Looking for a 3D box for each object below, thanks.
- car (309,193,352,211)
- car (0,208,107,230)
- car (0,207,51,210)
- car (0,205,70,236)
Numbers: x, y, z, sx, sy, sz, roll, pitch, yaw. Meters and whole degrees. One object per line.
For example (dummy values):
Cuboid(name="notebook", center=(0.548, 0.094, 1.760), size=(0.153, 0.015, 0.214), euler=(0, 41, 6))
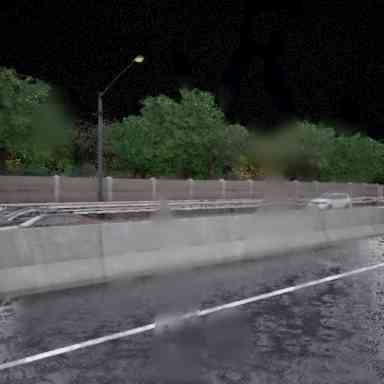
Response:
Cuboid(name="car", center=(15.146, 1.148, 36.275), size=(5.566, 2.045, 2.150), euler=(0, 0, -35))
Cuboid(name="car", center=(-5.568, 1.518, 12.918), size=(4.674, 1.442, 1.812), euler=(0, 0, -36))
Cuboid(name="car", center=(-7.643, 1.484, 15.736), size=(4.902, 1.511, 2.128), euler=(0, 0, -35))
Cuboid(name="car", center=(-9.844, 1.541, 18.473), size=(5.357, 1.411, 2.033), euler=(0, 0, -35))
